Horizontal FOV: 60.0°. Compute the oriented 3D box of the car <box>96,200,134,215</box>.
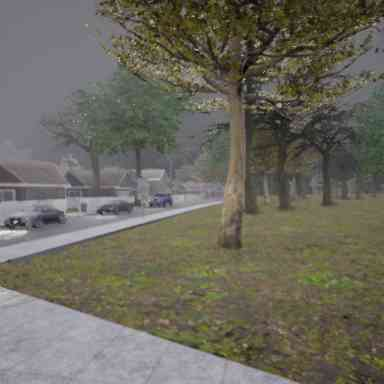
[{"bbox_3d":[-7.534,1.500,33.203,2.033,1.411,5.357,-1,0,13],"label":"car"}]

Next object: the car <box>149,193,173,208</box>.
[{"bbox_3d":[-4.369,1.139,47.485,2.150,2.045,5.566,-1,0,13],"label":"car"}]

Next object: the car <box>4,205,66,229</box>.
[{"bbox_3d":[-10.088,1.583,21.685,1.994,1.385,4.181,-1,0,11],"label":"car"}]
